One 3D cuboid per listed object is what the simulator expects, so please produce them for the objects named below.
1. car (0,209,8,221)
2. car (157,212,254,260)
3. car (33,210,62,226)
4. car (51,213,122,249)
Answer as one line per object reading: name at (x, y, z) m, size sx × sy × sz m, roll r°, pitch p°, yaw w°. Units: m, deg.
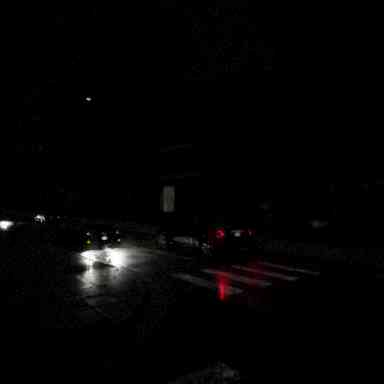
car at (-22.531, 2.635, 38.241) m, size 1.895 × 1.301 × 4.718 m, roll 2°, pitch -3°, yaw -38°
car at (0.392, 1.676, 14.188) m, size 2.097 × 1.767 × 4.553 m, roll 2°, pitch -3°, yaw -38°
car at (-13.390, 2.380, 31.437) m, size 2.033 × 1.411 × 5.357 m, roll 2°, pitch -3°, yaw -39°
car at (-5.125, 1.907, 16.361) m, size 1.994 × 1.385 × 4.181 m, roll 2°, pitch -3°, yaw -39°
